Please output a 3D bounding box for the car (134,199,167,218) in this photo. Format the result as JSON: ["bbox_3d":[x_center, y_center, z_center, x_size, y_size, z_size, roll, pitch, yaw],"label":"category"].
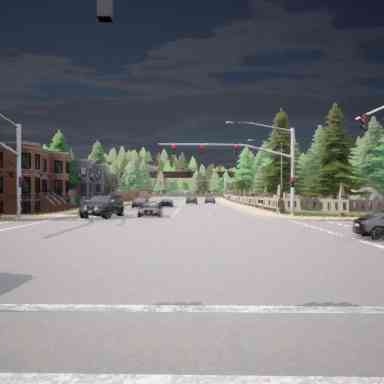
[{"bbox_3d":[-3.630,1.563,29.608,1.994,1.385,4.181,0,0,0],"label":"car"}]

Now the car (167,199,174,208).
[{"bbox_3d":[-3.621,1.601,47.403,1.895,1.301,4.718,0,0,0],"label":"car"}]

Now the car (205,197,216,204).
[{"bbox_3d":[3.532,1.564,65.205,1.994,1.385,4.181,0,0,0],"label":"car"}]

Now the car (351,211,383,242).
[{"bbox_3d":[9.929,1.564,15.849,4.181,1.385,1.994,0,0,4],"label":"car"}]

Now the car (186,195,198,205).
[{"bbox_3d":[-0.063,1.352,60.224,2.097,1.767,4.553,0,0,0],"label":"car"}]

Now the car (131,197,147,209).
[{"bbox_3d":[-7.125,1.477,46.182,1.882,1.535,5.008,0,0,0],"label":"car"}]

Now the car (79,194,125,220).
[{"bbox_3d":[-7.577,1.222,28.691,2.150,2.045,5.566,0,0,8],"label":"car"}]
